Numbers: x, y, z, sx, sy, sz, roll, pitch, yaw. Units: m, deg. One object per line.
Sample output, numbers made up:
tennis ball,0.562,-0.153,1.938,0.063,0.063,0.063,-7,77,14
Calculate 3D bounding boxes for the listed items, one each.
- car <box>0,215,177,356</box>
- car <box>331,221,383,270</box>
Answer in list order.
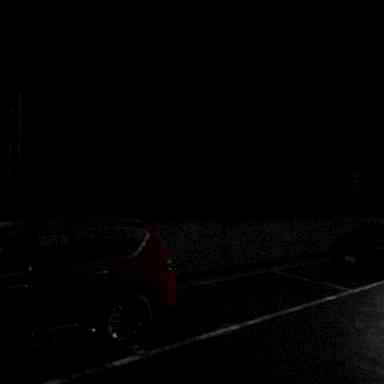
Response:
car,-2.569,1.320,4.813,5.009,1.841,2.192,1,0,-35
car,6.566,1.683,11.320,4.313,1.339,1.947,1,0,-35
